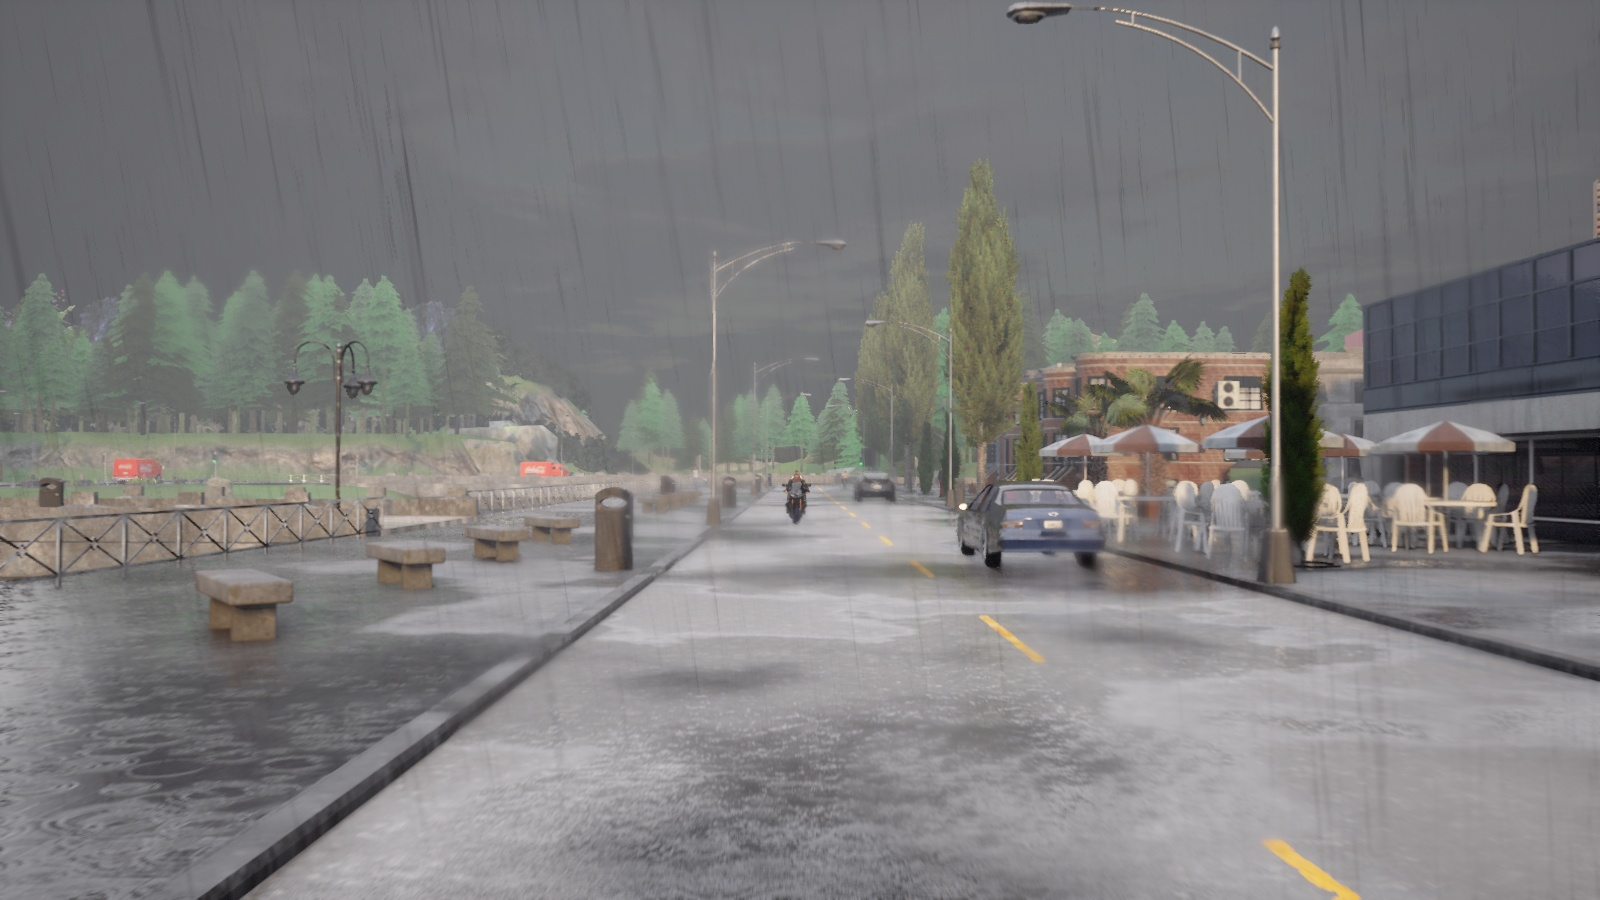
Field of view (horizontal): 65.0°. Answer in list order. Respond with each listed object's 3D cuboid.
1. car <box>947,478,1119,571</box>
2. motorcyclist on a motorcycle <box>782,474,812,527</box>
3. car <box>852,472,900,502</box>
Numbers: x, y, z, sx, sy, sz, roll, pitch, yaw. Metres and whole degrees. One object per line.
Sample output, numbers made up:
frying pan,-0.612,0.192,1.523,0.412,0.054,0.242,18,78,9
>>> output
car,3.947,1.219,22.244,2.033,1.411,5.357,0,-1,0
motorcyclist on a motorcycle,-0.091,1.476,37.395,0.866,1.530,2.191,0,-1,0
car,3.846,1.881,64.653,2.163,1.488,4.792,0,-1,0
